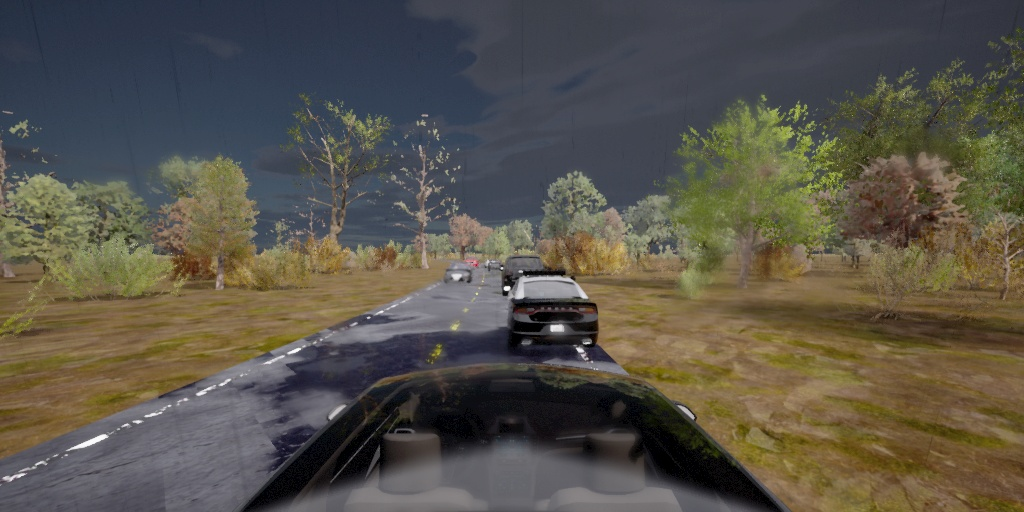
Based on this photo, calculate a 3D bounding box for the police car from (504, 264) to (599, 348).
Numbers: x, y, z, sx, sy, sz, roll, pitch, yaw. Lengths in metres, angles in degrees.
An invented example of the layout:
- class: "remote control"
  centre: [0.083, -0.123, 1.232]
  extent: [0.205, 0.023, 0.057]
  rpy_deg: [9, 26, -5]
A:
- class: "police car"
  centre: [0.820, 1.174, 9.399]
  extent: [1.930, 1.638, 5.238]
  rpy_deg: [0, 0, -1]

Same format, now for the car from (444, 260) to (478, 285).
- class: "car"
  centre: [-3.832, 1.239, 26.358]
  extent: [2.128, 1.511, 4.902]
  rpy_deg: [0, 0, -3]

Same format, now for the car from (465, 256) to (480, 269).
- class: "car"
  centre: [-6.535, 0.973, 58.551]
  extent: [2.150, 2.045, 5.566]
  rpy_deg: [0, 0, -7]

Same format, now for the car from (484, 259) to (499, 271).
- class: "car"
  centre: [-2.314, 1.239, 48.050]
  extent: [2.128, 1.511, 4.902]
  rpy_deg: [0, 0, -5]

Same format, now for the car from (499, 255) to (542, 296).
- class: "car"
  centre: [0.531, 0.971, 19.363]
  extent: [2.150, 2.045, 5.566]
  rpy_deg: [0, 0, -2]
